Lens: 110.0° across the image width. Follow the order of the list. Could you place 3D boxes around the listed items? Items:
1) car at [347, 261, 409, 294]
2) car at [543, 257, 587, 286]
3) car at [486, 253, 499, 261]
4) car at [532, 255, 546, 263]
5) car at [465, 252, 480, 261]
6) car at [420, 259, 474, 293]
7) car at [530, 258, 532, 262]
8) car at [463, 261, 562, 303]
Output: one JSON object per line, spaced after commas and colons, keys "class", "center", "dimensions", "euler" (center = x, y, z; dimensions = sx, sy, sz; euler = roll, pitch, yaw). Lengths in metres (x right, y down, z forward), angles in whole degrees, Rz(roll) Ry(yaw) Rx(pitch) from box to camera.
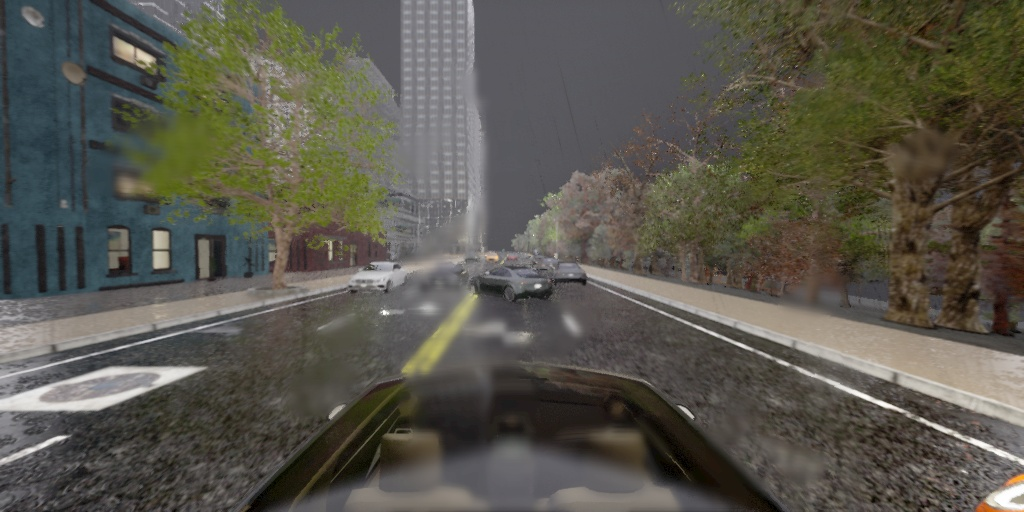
{"class": "car", "center": [-6.586, 1.009, 18.253], "dimensions": [1.812, 1.442, 4.674], "euler": [0, 1, 0]}
{"class": "car", "center": [3.262, 0.990, 21.824], "dimensions": [1.994, 1.385, 4.181], "euler": [0, 1, 0]}
{"class": "car", "center": [-3.253, 0.290, 59.642], "dimensions": [1.882, 1.535, 5.008], "euler": [0, 1, 1]}
{"class": "car", "center": [3.268, 0.797, 32.823], "dimensions": [2.033, 1.411, 5.357], "euler": [0, 1, 0]}
{"class": "car", "center": [-6.502, 0.166, 59.665], "dimensions": [2.097, 1.767, 4.553], "euler": [0, 1, 1]}
{"class": "car", "center": [-3.334, 1.044, 18.473], "dimensions": [1.994, 1.385, 4.181], "euler": [0, 1, 0]}
{"class": "car", "center": [3.275, 0.578, 43.822], "dimensions": [1.837, 1.490, 4.892], "euler": [0, 1, 0]}
{"class": "car", "center": [-0.121, 1.095, 15.332], "dimensions": [1.994, 1.385, 4.181], "euler": [-1, 1, -34]}
